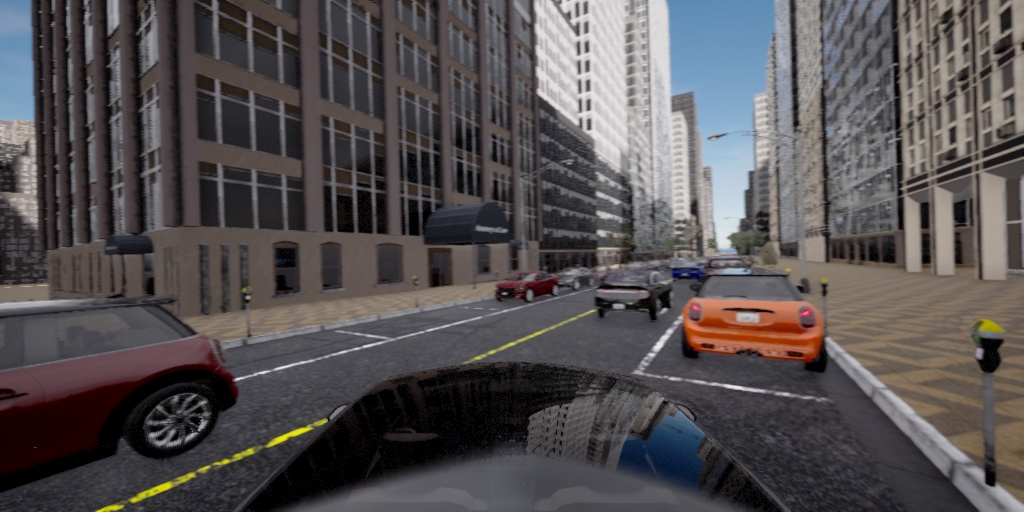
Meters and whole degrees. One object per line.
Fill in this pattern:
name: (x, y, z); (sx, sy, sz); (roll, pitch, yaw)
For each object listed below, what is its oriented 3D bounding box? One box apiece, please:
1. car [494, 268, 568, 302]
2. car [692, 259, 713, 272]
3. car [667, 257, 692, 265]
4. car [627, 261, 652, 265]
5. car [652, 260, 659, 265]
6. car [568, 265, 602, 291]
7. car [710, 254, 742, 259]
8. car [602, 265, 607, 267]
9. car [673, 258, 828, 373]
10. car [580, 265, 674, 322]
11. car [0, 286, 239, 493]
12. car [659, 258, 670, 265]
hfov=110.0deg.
car: (0.867, 1.408, 17.786); (1.888, 1.381, 4.507); (0, 0, 32)
car: (22.166, 1.066, 41.694); (1.812, 1.442, 4.674); (-2, -1, 31)
car: (13.281, 1.113, 26.993); (1.882, 1.535, 5.008); (-2, -1, 32)
car: (12.751, 1.284, 37.167); (2.007, 1.370, 4.403); (0, 0, 32)
car: (18.694, 1.219, 46.857); (2.007, 1.370, 4.403); (0, 0, 32)
car: (3.838, 1.381, 22.632); (2.007, 1.370, 4.403); (0, 0, 32)
car: (10.980, 0.934, 18.251); (2.192, 1.841, 5.009); (0, 0, 32)
car: (6.809, 1.380, 27.477); (1.802, 1.307, 4.207); (0, 0, 32)
car: (5.019, 1.030, 7.764); (2.097, 1.767, 4.553); (-2, -1, 32)
car: (4.341, 1.224, 12.409); (2.128, 1.511, 4.902); (-2, -1, 31)
car: (-5.230, 1.240, 2.934); (2.097, 1.767, 4.553); (-2, -1, 31)
car: (19.779, 1.108, 43.527); (2.128, 1.511, 4.902); (-2, -1, 32)
